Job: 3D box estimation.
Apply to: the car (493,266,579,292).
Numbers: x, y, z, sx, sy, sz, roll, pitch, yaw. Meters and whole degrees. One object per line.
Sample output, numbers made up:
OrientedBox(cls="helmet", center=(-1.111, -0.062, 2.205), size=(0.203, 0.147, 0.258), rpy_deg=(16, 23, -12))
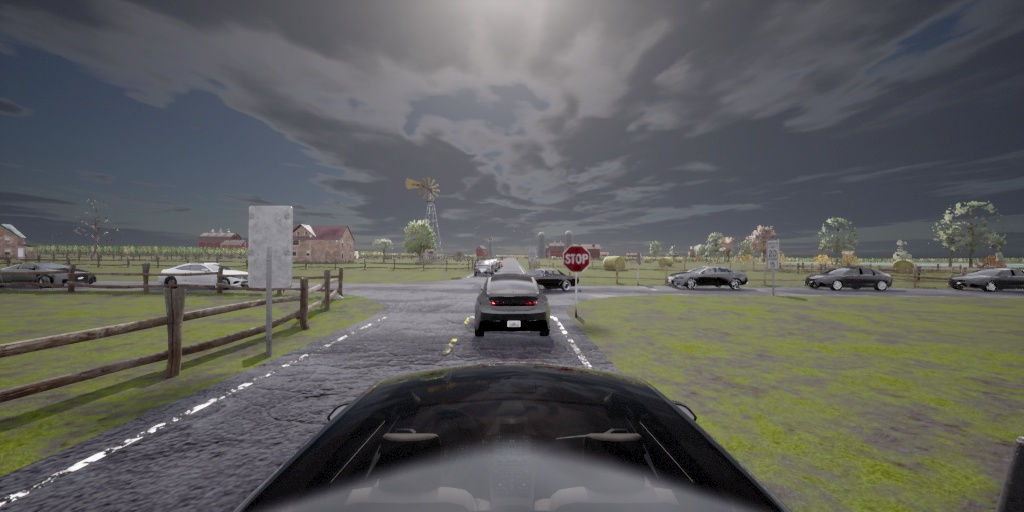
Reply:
OrientedBox(cls="car", center=(1.517, 1.369, 20.403), size=(4.718, 1.301, 1.895), rpy_deg=(1, 0, -35))

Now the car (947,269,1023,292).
OrientedBox(cls="car", center=(32.162, 1.592, 23.900), size=(4.892, 1.490, 1.837), rpy_deg=(1, -1, -1))

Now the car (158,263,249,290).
OrientedBox(cls="car", center=(-17.226, 1.103, 20.332), size=(4.674, 1.442, 1.812), rpy_deg=(1, -1, -1))

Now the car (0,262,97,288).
OrientedBox(cls="car", center=(-26.346, 1.048, 20.218), size=(4.181, 1.385, 1.994), rpy_deg=(1, -1, -1))

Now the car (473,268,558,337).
OrientedBox(cls="car", center=(-0.065, 1.256, 10.359), size=(1.837, 1.490, 4.892), rpy_deg=(0, 0, -3))

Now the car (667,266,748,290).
OrientedBox(cls="car", center=(12.819, 1.397, 23.621), size=(4.902, 1.511, 2.128), rpy_deg=(1, -1, -2))

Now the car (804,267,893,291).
OrientedBox(cls="car", center=(22.220, 1.499, 23.783), size=(4.892, 1.490, 1.837), rpy_deg=(1, -1, -1))

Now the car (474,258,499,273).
OrientedBox(cls="car", center=(-2.825, 1.243, 37.048), size=(2.128, 1.511, 4.902), rpy_deg=(0, 0, 0))

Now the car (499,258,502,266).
OrientedBox(cls="car", center=(-2.809, 1.241, 46.494), size=(2.128, 1.511, 4.902), rpy_deg=(0, 0, 0))
